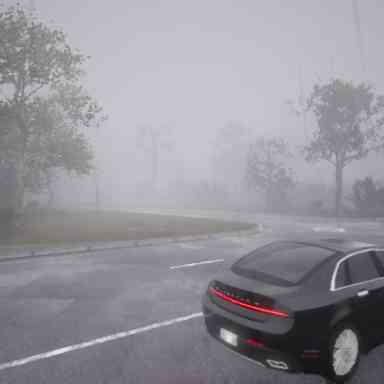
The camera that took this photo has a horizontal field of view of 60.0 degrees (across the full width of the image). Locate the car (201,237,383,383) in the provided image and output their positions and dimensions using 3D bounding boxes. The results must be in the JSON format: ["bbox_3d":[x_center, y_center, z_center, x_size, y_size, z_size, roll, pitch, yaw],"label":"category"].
[{"bbox_3d":[2.414,1.508,5.444,4.892,1.490,1.837,0,0,-35],"label":"car"}]
